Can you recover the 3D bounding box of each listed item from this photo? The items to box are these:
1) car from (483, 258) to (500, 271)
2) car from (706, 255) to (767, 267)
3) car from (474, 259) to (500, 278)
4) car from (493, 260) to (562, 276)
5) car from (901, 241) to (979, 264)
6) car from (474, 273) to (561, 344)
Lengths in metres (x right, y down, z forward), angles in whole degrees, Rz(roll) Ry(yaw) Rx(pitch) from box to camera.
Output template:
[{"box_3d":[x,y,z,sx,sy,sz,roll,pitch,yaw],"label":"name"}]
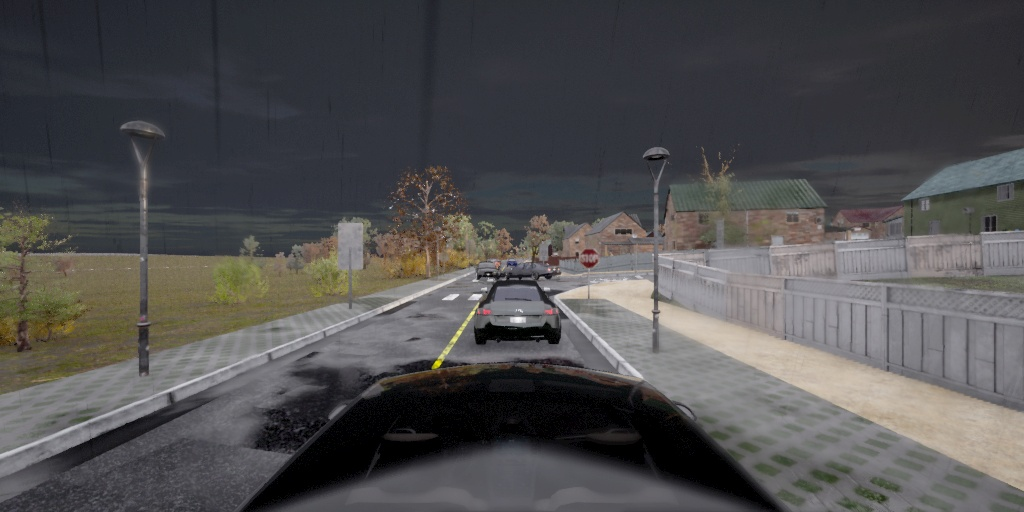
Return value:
[{"box_3d":[-2.847,1.121,51.288,2.097,1.767,4.553,0,0,1],"label":"car"},{"box_3d":[14.387,0.413,22.935,4.181,1.385,1.994,-3,0,16],"label":"car"},{"box_3d":[-2.251,1.258,31.470,1.837,1.490,4.892,0,0,-8],"label":"car"},{"box_3d":[1.337,1.198,28.559,5.357,1.411,2.033,-4,-3,43],"label":"car"},{"box_3d":[23.888,-0.208,20.514,4.902,1.511,2.128,-3,0,14],"label":"car"},{"box_3d":[0.102,1.313,9.545,1.994,1.385,4.181,0,0,-1],"label":"car"}]
